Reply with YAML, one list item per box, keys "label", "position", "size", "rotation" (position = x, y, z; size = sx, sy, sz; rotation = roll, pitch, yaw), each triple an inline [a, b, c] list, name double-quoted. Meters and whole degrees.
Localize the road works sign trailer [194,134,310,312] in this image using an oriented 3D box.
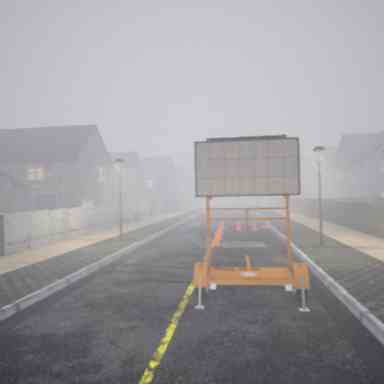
- label: "road works sign trailer"
  position: [1.299, 0.502, 7.844]
  size: [2.380, 3.560, 2.880]
  rotation: [-1, 0, 8]
